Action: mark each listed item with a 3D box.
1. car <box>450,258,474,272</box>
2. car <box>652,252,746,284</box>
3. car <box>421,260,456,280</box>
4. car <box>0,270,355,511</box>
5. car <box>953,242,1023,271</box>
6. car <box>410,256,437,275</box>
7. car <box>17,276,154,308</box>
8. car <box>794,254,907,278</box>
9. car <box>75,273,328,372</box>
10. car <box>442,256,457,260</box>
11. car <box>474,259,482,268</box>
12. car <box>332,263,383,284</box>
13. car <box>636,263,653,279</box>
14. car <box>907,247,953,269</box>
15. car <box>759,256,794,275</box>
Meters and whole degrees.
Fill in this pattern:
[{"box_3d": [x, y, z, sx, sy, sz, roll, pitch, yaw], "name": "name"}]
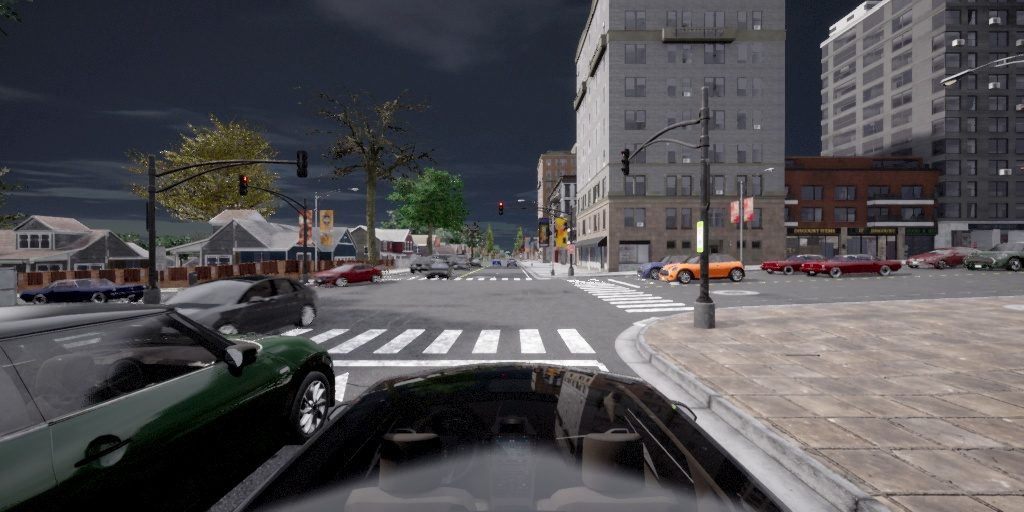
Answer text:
[{"box_3d": [-6.653, 1.348, 47.870, 1.994, 1.385, 4.181, 0, 0, 0], "name": "car"}, {"box_3d": [11.355, 0.680, 21.678, 4.553, 1.767, 2.097, -2, 0, 0], "name": "car"}, {"box_3d": [-6.363, 1.311, 31.750, 2.033, 1.411, 5.357, 0, 0, -6], "name": "car"}, {"box_3d": [-3.151, 1.102, 2.446, 2.097, 1.767, 4.553, 0, 0, 0], "name": "car"}, {"box_3d": [30.494, -0.046, 21.745, 4.553, 1.767, 2.097, -2, 0, 0], "name": "car"}, {"box_3d": [-9.897, 0.993, 40.795, 2.150, 2.045, 5.566, 0, 0, 0], "name": "car"}, {"box_3d": [-21.634, 1.807, 18.325, 4.718, 1.301, 1.895, -2, 0, 0], "name": "car"}, {"box_3d": [20.339, 0.584, 21.712, 4.718, 1.301, 1.895, -2, 0, 0], "name": "car"}, {"box_3d": [-6.601, 1.263, 8.622, 1.837, 1.490, 4.892, 0, 0, 0], "name": "car"}, {"box_3d": [-9.906, 1.028, 57.420, 2.150, 2.045, 5.566, 0, 0, 0], "name": "car"}, {"box_3d": [-6.630, 1.312, 65.095, 1.882, 1.535, 5.008, 0, 0, 0], "name": "car"}, {"box_3d": [-11.235, 1.256, 24.976, 1.882, 1.535, 5.008, 0, 1, 22], "name": "car"}, {"box_3d": [11.102, 0.679, 24.998, 4.553, 1.767, 2.097, -2, 0, 2], "name": "car"}, {"box_3d": [30.410, 0.121, 24.992, 4.674, 1.442, 1.812, -2, 0, 0], "name": "car"}, {"box_3d": [20.099, 0.583, 24.961, 4.718, 1.301, 1.895, -2, 0, 0], "name": "car"}]
